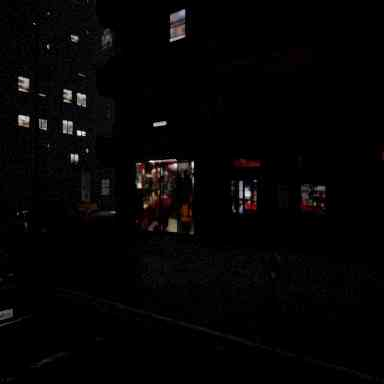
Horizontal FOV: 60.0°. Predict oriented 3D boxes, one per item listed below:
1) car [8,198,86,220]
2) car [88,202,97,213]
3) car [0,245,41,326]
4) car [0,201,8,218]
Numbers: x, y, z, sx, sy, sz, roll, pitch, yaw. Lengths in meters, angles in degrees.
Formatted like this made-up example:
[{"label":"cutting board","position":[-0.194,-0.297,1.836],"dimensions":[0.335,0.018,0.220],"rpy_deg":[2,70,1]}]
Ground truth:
[{"label":"car","position":[-11.109,1.283,25.834],"dimensions":[1.837,1.490,4.892],"rpy_deg":[0,1,35]},{"label":"car","position":[-10.987,1.250,30.516],"dimensions":[1.752,1.417,4.829],"rpy_deg":[1,1,35]},{"label":"car","position":[-4.505,1.551,6.083],"dimensions":[4.403,1.369,2.008],"rpy_deg":[0,0,35]},{"label":"car","position":[-14.075,1.350,26.090],"dimensions":[2.008,1.369,4.403],"rpy_deg":[1,1,35]}]
